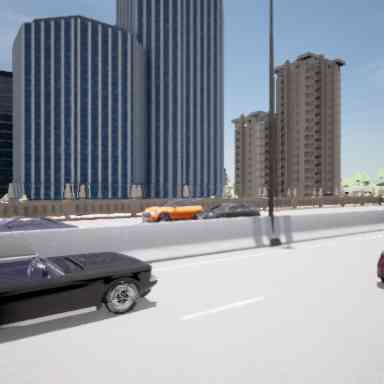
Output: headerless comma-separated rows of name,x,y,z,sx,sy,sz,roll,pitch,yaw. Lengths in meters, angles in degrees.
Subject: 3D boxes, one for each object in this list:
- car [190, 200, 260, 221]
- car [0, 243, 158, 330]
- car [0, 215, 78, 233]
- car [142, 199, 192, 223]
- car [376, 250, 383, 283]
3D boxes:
car,2.562,1.491,22.851,4.892,1.490,1.837,0,0,-35
car,-3.020,1.595,5.869,4.718,1.301,1.895,0,0,-35
car,-6.384,1.553,12.311,4.181,1.385,1.994,0,0,-35
car,-1.345,1.335,24.392,4.553,1.767,2.097,0,0,-35
car,6.432,1.562,8.228,4.181,1.385,1.994,0,0,-35
